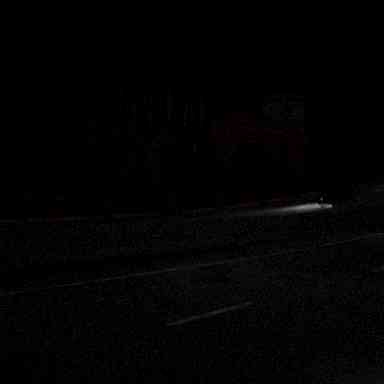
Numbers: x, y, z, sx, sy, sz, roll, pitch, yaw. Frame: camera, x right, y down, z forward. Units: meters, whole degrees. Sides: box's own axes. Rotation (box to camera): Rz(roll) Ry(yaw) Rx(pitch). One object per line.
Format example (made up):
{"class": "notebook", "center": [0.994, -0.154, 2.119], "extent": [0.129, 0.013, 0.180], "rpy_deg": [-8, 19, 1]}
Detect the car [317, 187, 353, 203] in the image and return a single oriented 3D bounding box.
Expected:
{"class": "car", "center": [15.674, 0.259, 36.493], "extent": [4.902, 1.511, 2.128], "rpy_deg": [-7, 4, -34]}
